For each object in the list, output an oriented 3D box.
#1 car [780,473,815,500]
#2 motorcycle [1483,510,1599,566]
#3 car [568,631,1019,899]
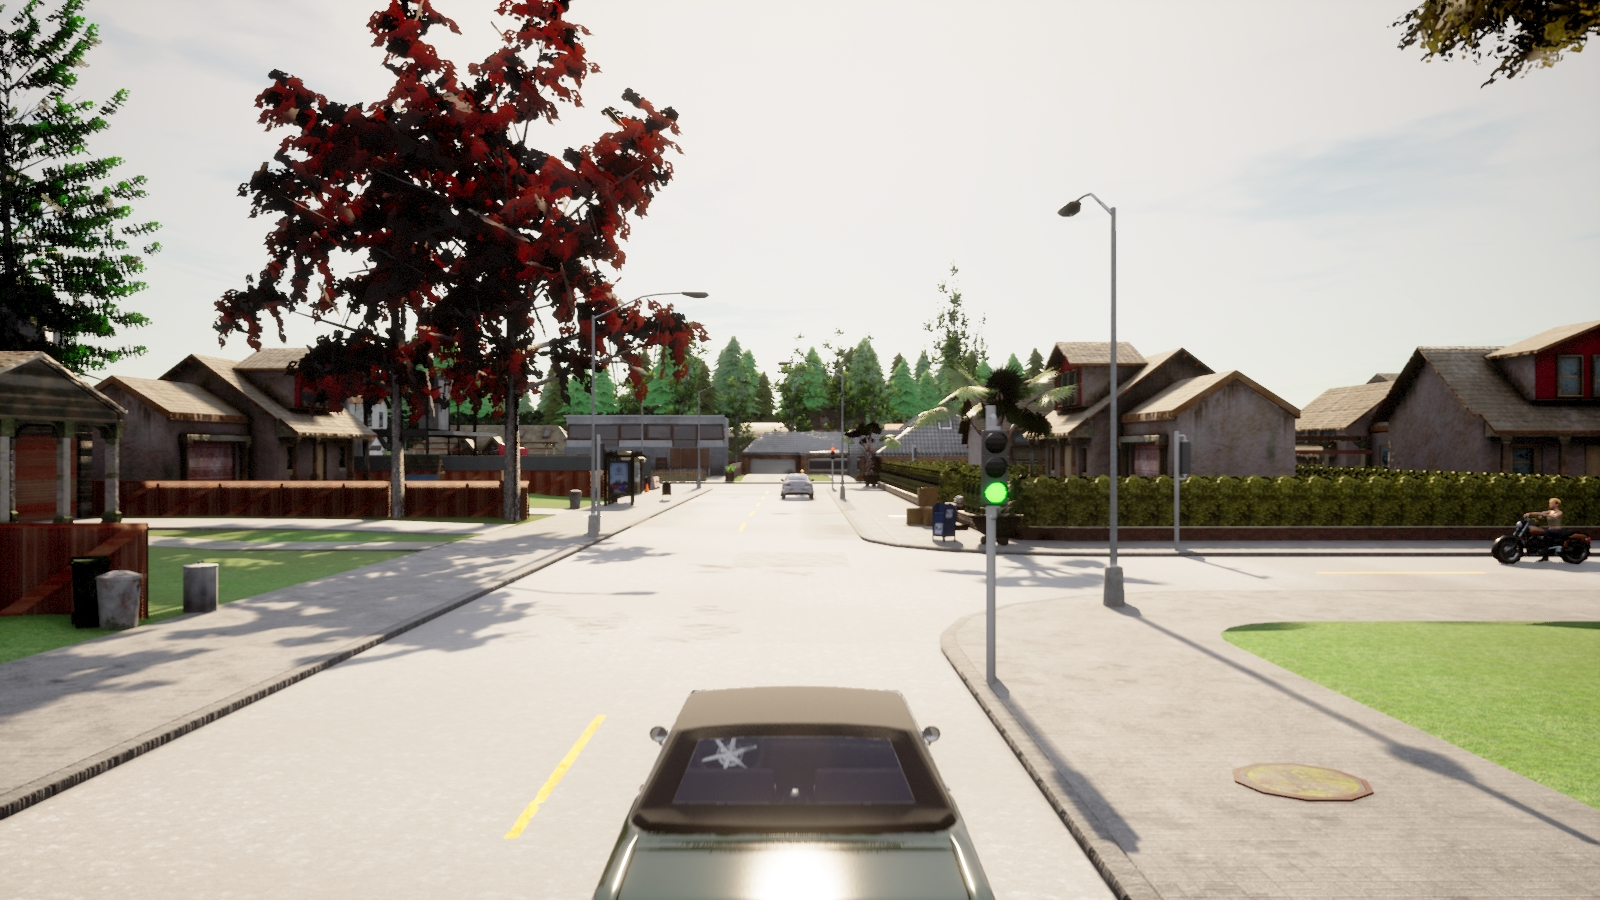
[{"bbox_3d":[-0.152,2.107,66.835,2.002,1.442,4.674,0,0,0],"label":"car"},{"bbox_3d":[18.242,2.166,28.147,2.356,1.307,0.764,0,0,0],"label":"motorcycle"},{"bbox_3d":[-0.032,2.158,7.160,1.895,1.301,4.718,0,0,0],"label":"car"}]
